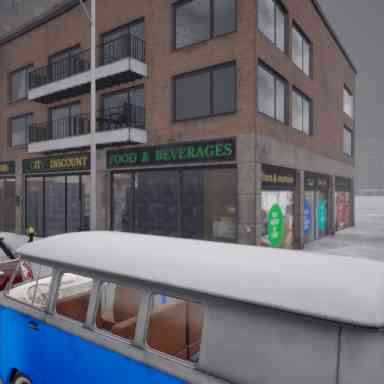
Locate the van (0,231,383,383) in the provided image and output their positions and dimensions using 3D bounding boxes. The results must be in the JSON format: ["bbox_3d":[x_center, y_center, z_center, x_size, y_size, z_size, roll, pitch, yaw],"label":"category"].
[{"bbox_3d":[-0.190,1.341,2.980,3.998,1.788,1.690,0,0,35],"label":"van"}]
